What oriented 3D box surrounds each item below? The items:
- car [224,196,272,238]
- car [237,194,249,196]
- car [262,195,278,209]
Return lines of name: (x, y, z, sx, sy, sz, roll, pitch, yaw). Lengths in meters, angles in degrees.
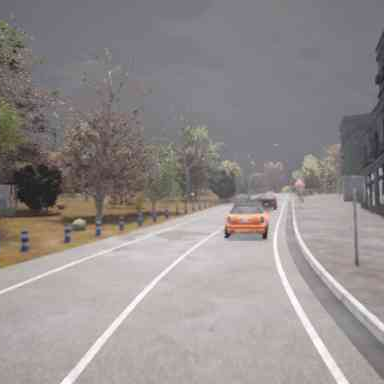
car: (3.040, 1.344, 17.823, 2.097, 1.767, 4.553, -1, 1, 14)
car: (6.338, 1.025, 41.741, 1.837, 1.490, 4.892, -1, 1, 17)
car: (8.339, 1.038, 36.516, 1.882, 1.535, 5.008, -1, 1, 16)
